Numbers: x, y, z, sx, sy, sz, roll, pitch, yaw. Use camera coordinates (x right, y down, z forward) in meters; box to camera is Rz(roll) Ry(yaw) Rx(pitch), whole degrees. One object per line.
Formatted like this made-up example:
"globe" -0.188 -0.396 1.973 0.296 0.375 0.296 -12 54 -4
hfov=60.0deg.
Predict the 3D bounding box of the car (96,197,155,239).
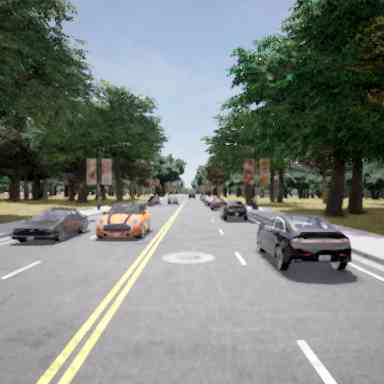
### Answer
"car" -3.350 1.324 17.000 2.097 1.767 4.553 0 0 0

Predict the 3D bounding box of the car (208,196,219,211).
"car" 3.247 1.486 40.673 1.812 1.442 4.674 0 0 0

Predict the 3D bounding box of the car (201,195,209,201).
"car" 3.242 1.550 84.866 1.801 1.575 5.366 0 0 0

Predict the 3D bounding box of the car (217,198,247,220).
"car" 3.348 1.463 27.224 1.837 1.490 4.892 0 -2 0

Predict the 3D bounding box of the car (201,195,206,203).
"car" 3.245 1.620 62.705 1.895 1.301 4.718 0 0 0

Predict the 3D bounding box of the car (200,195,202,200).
"car" 3.244 1.603 73.675 2.033 1.411 5.357 0 0 0

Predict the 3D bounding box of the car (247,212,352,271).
"car" 3.349 1.468 10.806 2.128 1.511 4.902 0 0 0

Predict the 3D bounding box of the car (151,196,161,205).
"car" -6.548 1.506 57.819 1.837 1.490 4.892 0 0 1

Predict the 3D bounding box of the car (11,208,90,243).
"car" -6.602 1.520 16.261 2.033 1.411 5.357 0 0 0

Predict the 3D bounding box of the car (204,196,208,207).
"car" 3.245 1.583 51.705 1.895 1.301 4.718 0 0 0

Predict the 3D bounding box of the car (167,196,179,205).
"car" -3.304 1.496 58.452 2.128 1.511 4.902 0 0 1
